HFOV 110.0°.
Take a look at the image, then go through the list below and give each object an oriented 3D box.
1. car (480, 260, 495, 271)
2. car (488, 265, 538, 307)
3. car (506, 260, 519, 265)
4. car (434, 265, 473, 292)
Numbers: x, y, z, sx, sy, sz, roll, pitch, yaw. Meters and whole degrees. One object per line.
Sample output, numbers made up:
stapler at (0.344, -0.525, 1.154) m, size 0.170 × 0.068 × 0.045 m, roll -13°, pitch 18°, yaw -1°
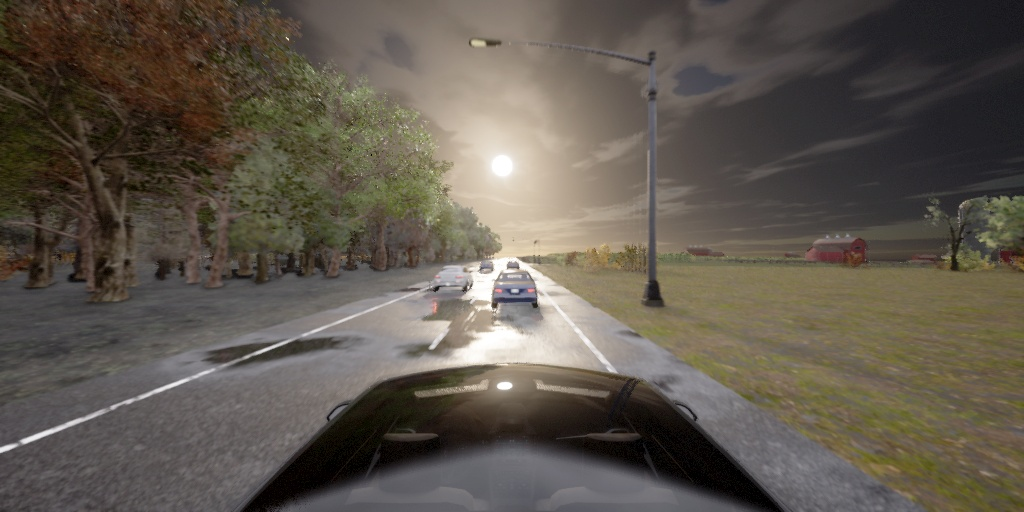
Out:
car at (-3.377, 1.300, 49.133) m, size 2.033 × 1.411 × 5.357 m, roll 0°, pitch 0°, yaw 0°
car at (0.106, 1.301, 15.370) m, size 2.033 × 1.411 × 5.357 m, roll 0°, pitch 0°, yaw 0°
car at (0.124, 1.315, 52.935) m, size 1.994 × 1.385 × 4.181 m, roll 0°, pitch 0°, yaw 0°
car at (-3.391, 1.280, 21.285) m, size 1.812 × 1.442 × 4.674 m, roll 0°, pitch 0°, yaw 0°
